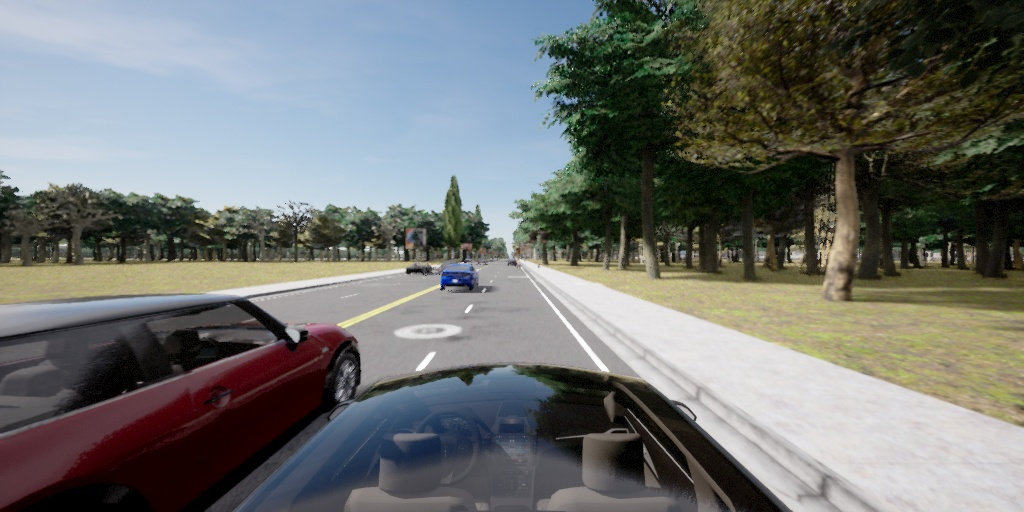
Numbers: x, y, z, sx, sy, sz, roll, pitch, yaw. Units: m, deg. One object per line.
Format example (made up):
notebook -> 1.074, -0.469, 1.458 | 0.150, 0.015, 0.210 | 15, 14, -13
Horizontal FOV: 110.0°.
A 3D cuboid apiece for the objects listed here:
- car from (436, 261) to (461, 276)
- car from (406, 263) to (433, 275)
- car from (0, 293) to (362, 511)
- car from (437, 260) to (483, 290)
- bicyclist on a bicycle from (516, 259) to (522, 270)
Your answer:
car -> -6.594, 1.270, 37.815 | 1.837, 1.490, 4.892 | 0, 0, 0
car -> -9.846, 1.366, 38.243 | 1.895, 1.301, 4.718 | 0, 0, 0
car -> -3.152, 1.102, 3.192 | 2.097, 1.767, 4.553 | 0, 0, 0
car -> -3.152, 1.232, 22.296 | 1.882, 1.535, 5.008 | 0, 0, 0
bicyclist on a bicycle -> 0.876, 1.206, 44.910 | 0.866, 1.612, 1.509 | 0, 0, 0
